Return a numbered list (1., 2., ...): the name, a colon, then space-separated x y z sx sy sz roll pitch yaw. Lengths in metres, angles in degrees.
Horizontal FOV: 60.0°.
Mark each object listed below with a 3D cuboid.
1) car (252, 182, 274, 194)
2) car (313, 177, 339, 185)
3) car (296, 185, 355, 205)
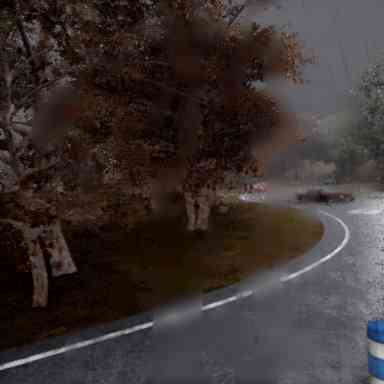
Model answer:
1. car: 10.782 -0.756 50.848 2.097 1.767 4.553 -2 3 33
2. car: 24.614 -1.928 61.191 4.902 1.511 2.128 -4 2 -14
3. car: 11.376 0.372 28.613 1.895 1.301 4.718 -5 3 -32
